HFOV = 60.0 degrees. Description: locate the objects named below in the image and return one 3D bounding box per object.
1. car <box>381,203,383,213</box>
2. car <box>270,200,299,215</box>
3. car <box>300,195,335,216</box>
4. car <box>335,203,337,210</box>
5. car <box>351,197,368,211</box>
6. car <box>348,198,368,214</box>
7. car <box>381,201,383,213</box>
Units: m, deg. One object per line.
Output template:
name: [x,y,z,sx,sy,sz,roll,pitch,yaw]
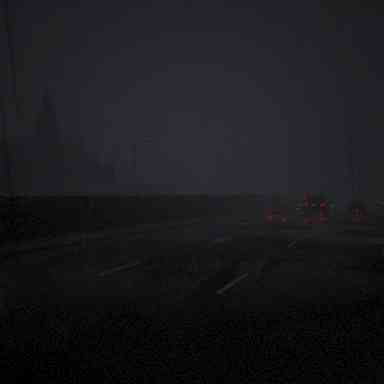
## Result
car: [20.080,1.793,32.752,1.895,1.301,4.718,0,0,28]
car: [9.822,1.627,35.824,1.882,1.535,5.008,0,0,28]
car: [13.248,1.386,34.956,2.150,2.045,5.566,0,0,29]
car: [17.768,1.812,43.464,1.895,1.301,4.718,0,0,29]
car: [23.724,1.603,47.060,2.097,1.767,4.553,0,0,28]
car: [18.885,1.706,37.959,1.837,1.490,4.892,0,0,28]
car: [24.188,1.798,40.479,1.994,1.385,4.181,0,0,28]
